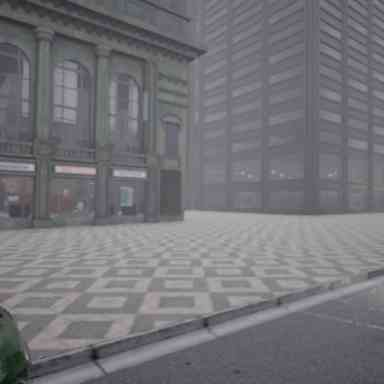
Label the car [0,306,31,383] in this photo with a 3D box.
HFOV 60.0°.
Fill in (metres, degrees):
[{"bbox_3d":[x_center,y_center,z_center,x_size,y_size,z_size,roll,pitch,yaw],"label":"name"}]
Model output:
[{"bbox_3d":[-3.347,1.236,0.694,5.566,2.045,2.150,1,-2,-37],"label":"car"}]
